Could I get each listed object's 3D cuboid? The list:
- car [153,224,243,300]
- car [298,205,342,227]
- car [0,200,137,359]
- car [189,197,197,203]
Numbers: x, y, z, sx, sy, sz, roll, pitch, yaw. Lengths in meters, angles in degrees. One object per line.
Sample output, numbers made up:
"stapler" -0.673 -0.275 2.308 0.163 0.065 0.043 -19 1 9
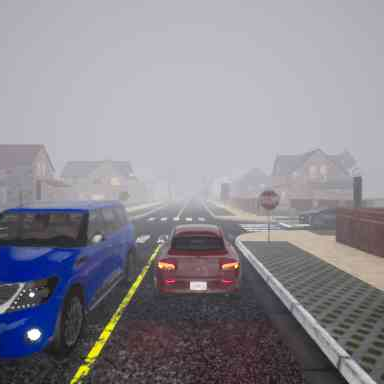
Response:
"car" 0.124 1.526 8.294 1.812 1.442 4.674 0 0 0
"car" 9.683 1.635 23.304 4.181 1.385 1.994 0 0 -2
"car" -2.596 1.221 6.437 2.150 2.045 5.566 0 0 3
"car" 0.180 1.795 73.641 2.033 1.411 5.357 0 0 0
